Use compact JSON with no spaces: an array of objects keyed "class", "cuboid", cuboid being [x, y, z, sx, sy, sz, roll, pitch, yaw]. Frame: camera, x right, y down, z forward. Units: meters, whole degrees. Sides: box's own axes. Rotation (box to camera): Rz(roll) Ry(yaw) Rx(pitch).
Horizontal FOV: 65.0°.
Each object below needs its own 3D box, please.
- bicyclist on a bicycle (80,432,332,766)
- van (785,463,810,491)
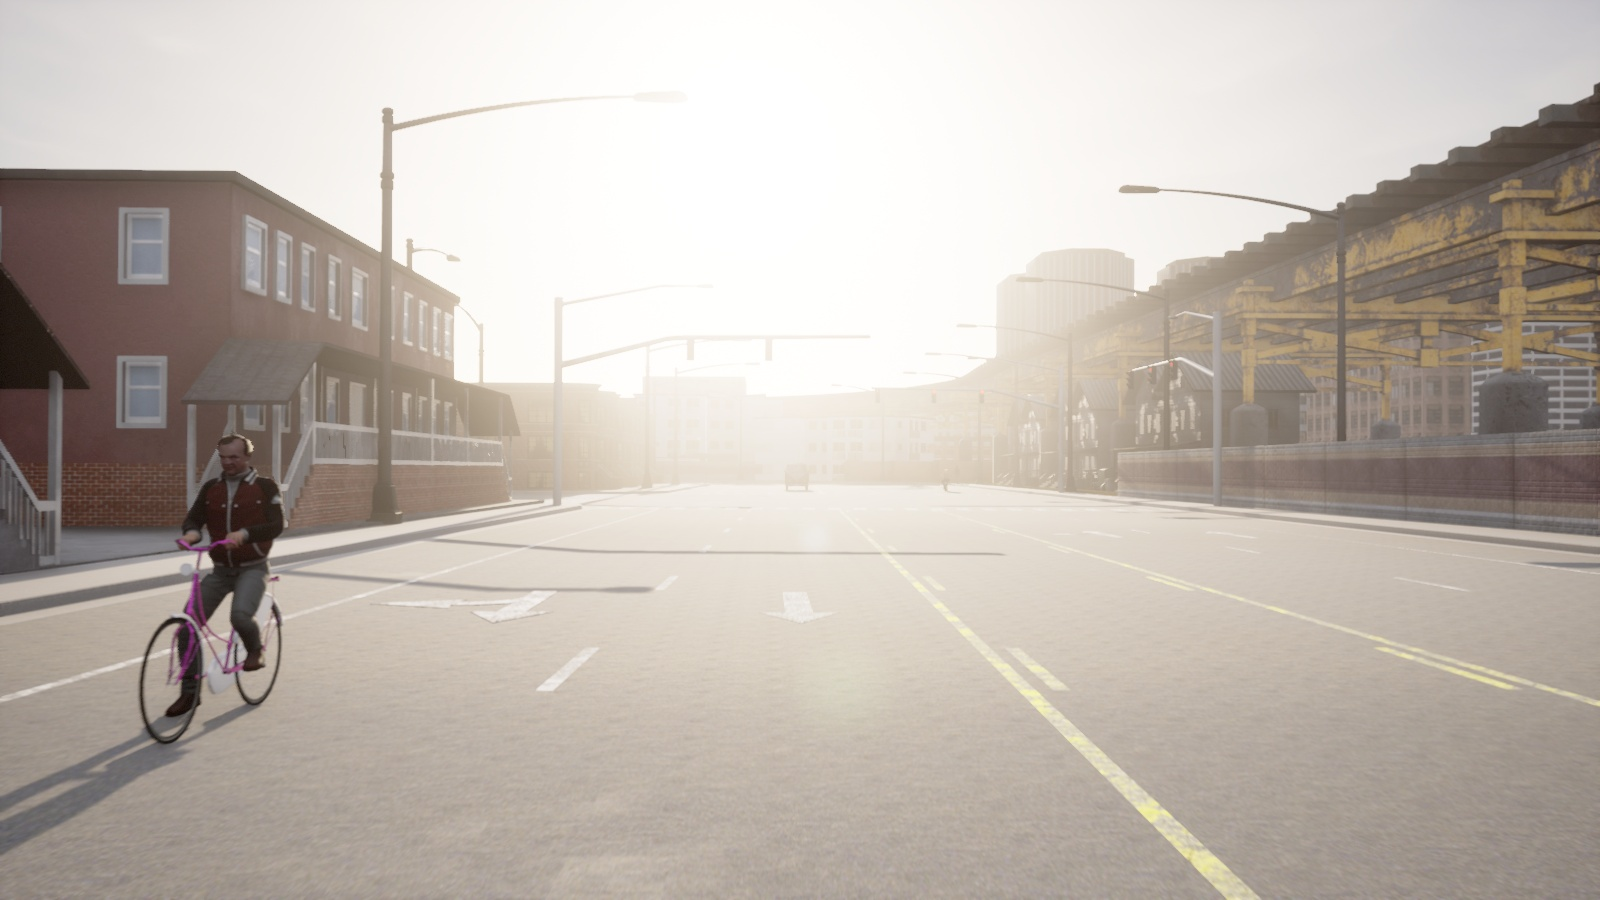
[{"class":"bicyclist on a bicycle","cuboid":[-3.518,0.813,7.639,0.659,1.776,1.843,0,-1,0]},{"class":"van","cuboid":[-0.213,1.965,92.152,1.775,1.987,4.442,0,-1,0]}]
